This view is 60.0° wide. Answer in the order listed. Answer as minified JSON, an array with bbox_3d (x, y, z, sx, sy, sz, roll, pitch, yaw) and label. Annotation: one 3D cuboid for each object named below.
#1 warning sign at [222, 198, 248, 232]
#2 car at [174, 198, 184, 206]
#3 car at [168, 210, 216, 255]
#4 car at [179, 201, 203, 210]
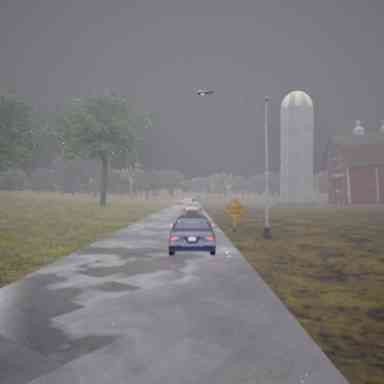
[{"bbox_3d":[2.476,1.316,19.241,1.300,1.860,1.060,1,0,0],"label":"warning sign"},{"bbox_3d":[-2.718,2.127,71.791,2.097,1.767,4.553,0,-1,0],"label":"car"},{"bbox_3d":[0.009,1.692,14.000,2.033,1.411,5.357,0,-1,0],"label":"car"},{"bbox_3d":[0.021,1.837,29.396,1.812,1.442,4.674,0,0,0],"label":"car"}]
